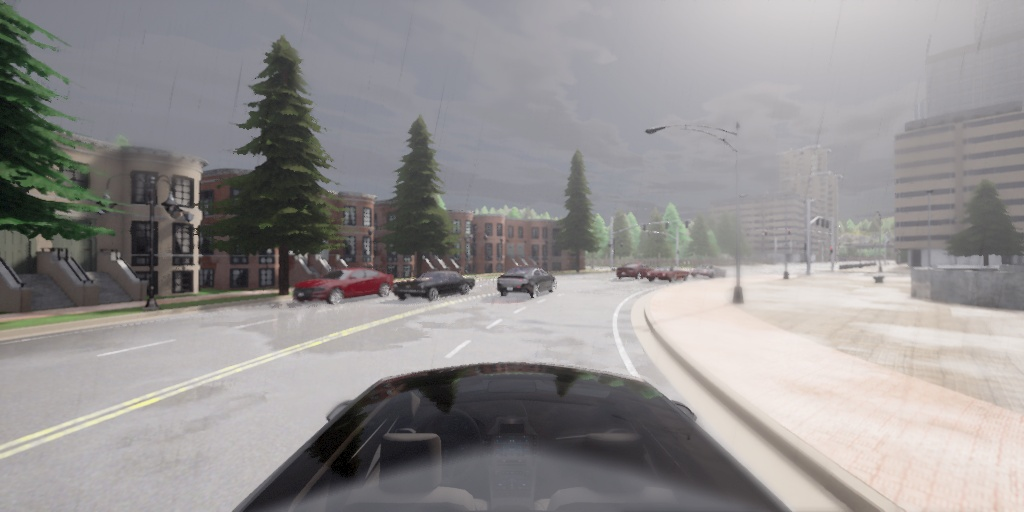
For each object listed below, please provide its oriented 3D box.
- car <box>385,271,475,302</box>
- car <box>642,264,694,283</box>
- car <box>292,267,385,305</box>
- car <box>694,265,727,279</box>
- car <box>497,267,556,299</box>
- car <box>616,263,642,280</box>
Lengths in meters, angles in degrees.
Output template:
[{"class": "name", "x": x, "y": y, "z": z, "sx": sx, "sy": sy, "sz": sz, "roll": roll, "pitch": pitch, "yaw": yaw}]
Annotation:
[{"class": "car", "x": -3.729, "y": 1.427, "z": 17.719, "sx": 1.895, "sy": 1.301, "sz": 4.718, "roll": 0, "pitch": 0, "yaw": 22}, {"class": "car", "x": 12.943, "y": 1.497, "z": 29.659, "sx": 4.718, "sy": 1.301, "sz": 1.895, "roll": 0, "pitch": 0, "yaw": -44}, {"class": "car", "x": -7.683, "y": 1.296, "z": 16.818, "sx": 1.882, "sy": 1.535, "sz": 5.008, "roll": 0, "pitch": 0, "yaw": 20}, {"class": "car", "x": 19.688, "y": 1.532, "z": 35.873, "sx": 4.718, "sy": 1.301, "sz": 1.895, "roll": 0, "pitch": 0, "yaw": -39}, {"class": "car", "x": 0.908, "y": 1.327, "z": 19.042, "sx": 2.128, "sy": 1.511, "sz": 4.902, "roll": 0, "pitch": 0, "yaw": 24}, {"class": "car", "x": 11.559, "y": 1.390, "z": 33.119, "sx": 5.008, "sy": 1.535, "sz": 1.882, "roll": 0, "pitch": 0, "yaw": -43}]
